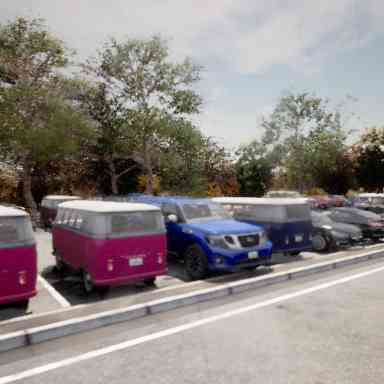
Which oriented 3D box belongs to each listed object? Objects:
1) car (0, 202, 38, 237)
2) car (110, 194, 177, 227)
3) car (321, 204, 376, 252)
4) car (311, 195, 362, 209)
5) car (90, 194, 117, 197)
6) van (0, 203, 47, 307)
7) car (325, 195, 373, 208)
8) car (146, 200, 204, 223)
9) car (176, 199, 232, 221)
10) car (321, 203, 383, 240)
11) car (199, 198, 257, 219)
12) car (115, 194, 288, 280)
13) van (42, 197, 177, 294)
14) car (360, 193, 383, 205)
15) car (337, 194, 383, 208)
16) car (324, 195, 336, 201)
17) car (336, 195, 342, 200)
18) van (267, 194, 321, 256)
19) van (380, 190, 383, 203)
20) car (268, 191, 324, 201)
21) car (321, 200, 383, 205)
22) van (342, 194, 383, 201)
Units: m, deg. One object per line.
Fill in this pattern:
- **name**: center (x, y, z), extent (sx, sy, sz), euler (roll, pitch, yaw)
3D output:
- **car**: center (-10.550, 1.471, 19.319), extent (1.946, 1.575, 5.366), euler (0, 0, -36)
- **car**: center (-3.654, 1.164, 23.989), extent (2.435, 2.045, 5.566), euler (-1, 0, -36)
- **car**: center (4.442, 1.410, 13.742), extent (2.231, 1.521, 4.892), euler (-1, 0, -36)
- **car**: center (16.648, 1.101, 38.556), extent (2.231, 1.521, 4.892), euler (-1, 1, -36)
- **car**: center (-5.946, 1.187, 22.420), extent (2.435, 2.045, 5.566), euler (0, 0, -36)
- **van**: center (-4.745, 1.261, 7.305), extent (1.878, 1.987, 4.442), euler (0, 0, -36)
- **car**: center (18.892, 1.089, 40.189), extent (2.163, 1.488, 4.792), euler (-1, 1, -36)
- **car**: center (-1.429, 1.420, 25.651), extent (2.163, 1.488, 4.792), euler (-1, 0, -36)
- **car**: center (0.869, 1.394, 27.223), extent (2.163, 1.488, 4.792), euler (-1, 0, -36)
- **car**: center (6.727, 1.424, 15.365), extent (2.002, 1.452, 4.674), euler (-1, 0, -36)
- **car**: center (2.998, 1.327, 29.010), extent (1.946, 1.575, 5.366), euler (-1, 1, -36)
- **car**: center (-0.101, 1.200, 10.449), extent (2.435, 2.045, 5.566), euler (0, 0, -36)
- **van**: center (-2.465, 1.243, 8.936), extent (1.878, 1.987, 4.442), euler (0, 0, -36)
- **car**: center (25.697, 0.971, 44.986), extent (2.163, 1.488, 4.792), euler (-1, 1, -36)
- **car**: center (21.273, 1.017, 41.628), extent (1.946, 1.575, 5.366), euler (-1, 1, -36)
- **car**: center (12.134, 1.179, 35.325), extent (2.097, 1.535, 5.008), euler (-1, 1, -36)
- **car**: center (14.391, 1.139, 36.940), extent (2.097, 1.535, 5.008), euler (-1, 1, -36)
- **van**: center (2.093, 1.207, 12.197), extent (1.878, 1.987, 4.442), euler (-1, 0, -36)
- **van**: center (30.123, 0.636, 48.331), extent (1.878, 1.987, 4.442), euler (-1, 1, -36)
- **car**: center (9.893, 0.967, 33.680), extent (2.435, 2.045, 5.566), euler (-1, 1, -36)
- **car**: center (8.992, 1.385, 17.025), extent (2.163, 1.488, 4.792), euler (-1, 1, -36)
- **van**: center (11.218, 1.094, 18.725), extent (1.878, 1.987, 4.442), euler (-1, 1, -36)
